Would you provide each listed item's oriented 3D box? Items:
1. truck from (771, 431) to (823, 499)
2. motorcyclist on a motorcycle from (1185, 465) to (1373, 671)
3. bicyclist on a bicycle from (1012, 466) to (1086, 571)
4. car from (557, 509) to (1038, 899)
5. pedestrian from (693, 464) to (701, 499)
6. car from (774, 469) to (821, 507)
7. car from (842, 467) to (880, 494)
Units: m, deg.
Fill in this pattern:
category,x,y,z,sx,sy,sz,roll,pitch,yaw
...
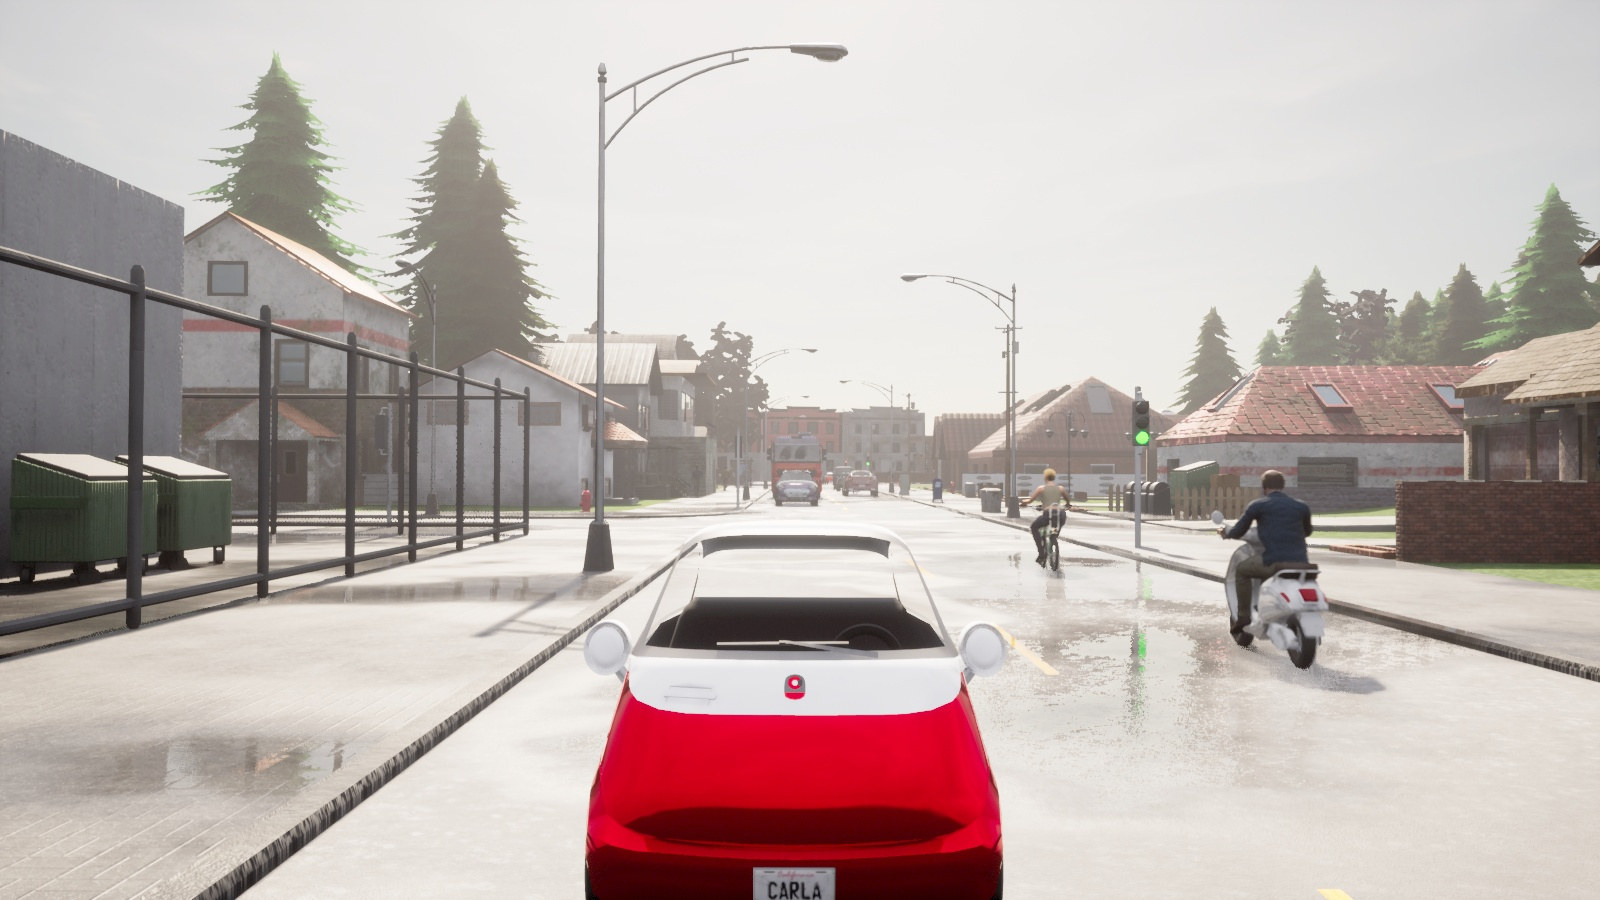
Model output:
category,x,y,z,sx,sy,sz,roll,pitch,yaw
truck,-0.182,0.902,74.739,2.891,3.827,8.468,0,-1,0
motorcyclist on a motorcycle,3.974,0.930,10.603,0.866,1.590,1.817,0,-1,0
bicyclist on a bicycle,3.954,1.071,20.033,0.866,1.612,1.509,0,-1,0
car,-0.012,0.953,4.986,1.481,1.376,2.207,0,-1,0
pedestrian,-5.529,1.674,67.327,0.370,1.835,0.726,0,-1,-1
car,-0.146,1.707,57.415,2.033,1.649,4.856,0,-1,-1
car,3.809,1.909,79.481,2.152,1.651,5.027,0,-1,0
